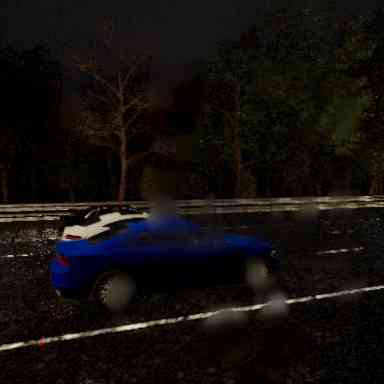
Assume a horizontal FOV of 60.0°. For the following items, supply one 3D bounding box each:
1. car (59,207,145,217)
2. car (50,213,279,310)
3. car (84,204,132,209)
[{"bbox_3d":[-1.718,1.363,10.683,4.674,1.442,1.812,-1,1,-21],"label":"car"},{"bbox_3d":[-0.436,1.364,7.430,5.008,1.535,1.882,-1,1,-21],"label":"car"},{"bbox_3d":[-3.003,1.287,13.939,4.892,1.490,1.837,-1,1,-21],"label":"car"}]
